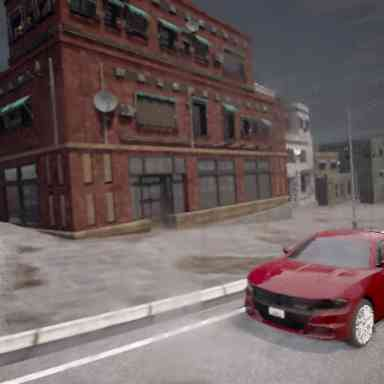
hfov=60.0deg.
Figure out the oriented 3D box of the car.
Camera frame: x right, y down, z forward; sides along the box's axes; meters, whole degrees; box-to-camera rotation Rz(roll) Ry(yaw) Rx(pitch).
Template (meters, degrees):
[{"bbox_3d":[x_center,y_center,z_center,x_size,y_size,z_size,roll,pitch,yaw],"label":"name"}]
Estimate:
[{"bbox_3d":[3.087,1.533,6.634,5.008,1.535,1.882,1,-1,-43],"label":"car"}]
